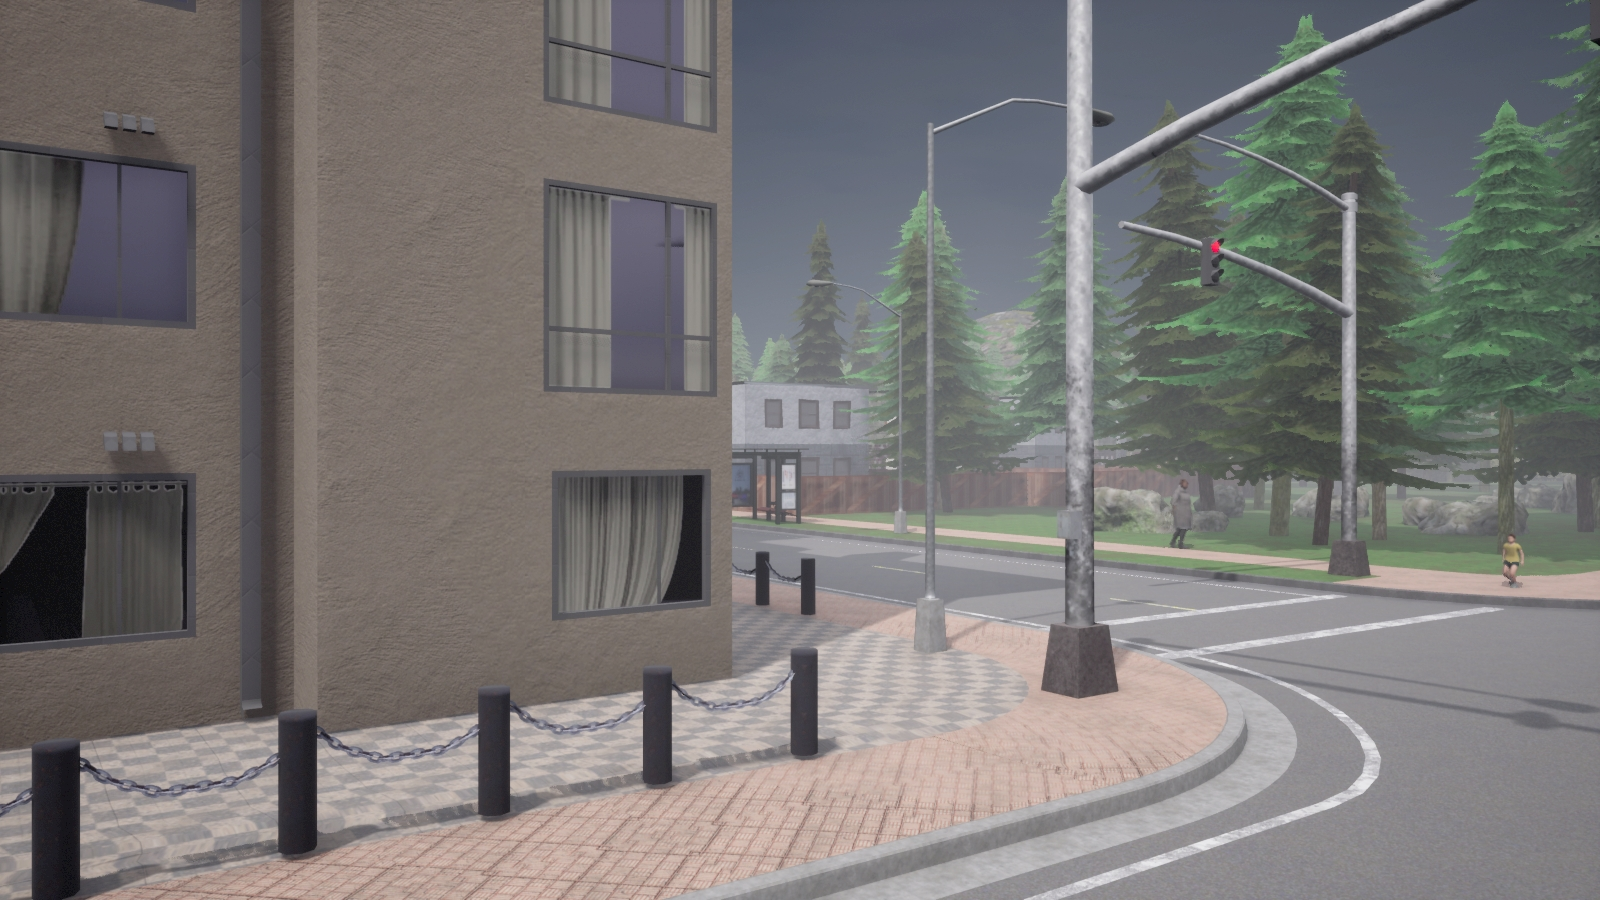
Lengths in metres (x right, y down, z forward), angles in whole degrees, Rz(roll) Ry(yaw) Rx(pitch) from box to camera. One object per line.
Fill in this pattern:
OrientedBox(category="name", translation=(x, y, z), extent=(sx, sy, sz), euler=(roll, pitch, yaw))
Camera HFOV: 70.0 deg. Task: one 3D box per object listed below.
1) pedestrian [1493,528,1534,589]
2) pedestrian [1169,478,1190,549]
OrientedBox(category="pedestrian", translation=(13.583, 2.054, 21.755), extent=(0.500, 1.100, 0.500), euler=(0, 0, -34))
OrientedBox(category="pedestrian", translation=(10.072, 1.676, 30.328), extent=(0.375, 1.860, 0.375), euler=(0, 0, -34))
